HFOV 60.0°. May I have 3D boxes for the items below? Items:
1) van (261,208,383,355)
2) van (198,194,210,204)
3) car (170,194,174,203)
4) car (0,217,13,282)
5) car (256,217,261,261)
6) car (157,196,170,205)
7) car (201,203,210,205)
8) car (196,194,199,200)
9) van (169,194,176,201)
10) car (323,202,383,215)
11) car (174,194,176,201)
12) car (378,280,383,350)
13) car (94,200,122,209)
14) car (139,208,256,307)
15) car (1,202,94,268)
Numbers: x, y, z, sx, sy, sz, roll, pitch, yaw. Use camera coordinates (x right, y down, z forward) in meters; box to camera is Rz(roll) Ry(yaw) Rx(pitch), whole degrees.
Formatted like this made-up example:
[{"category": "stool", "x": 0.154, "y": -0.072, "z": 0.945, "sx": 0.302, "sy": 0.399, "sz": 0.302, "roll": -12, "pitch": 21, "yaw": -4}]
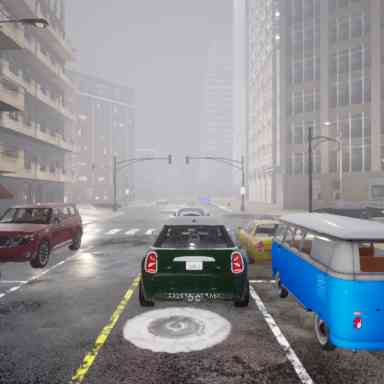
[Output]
[{"category": "van", "x": 2.561, "y": 1.343, "z": 5.927, "sx": 1.690, "sy": 1.788, "sz": 3.998, "roll": 0, "pitch": 0, "yaw": 0}, {"category": "van", "x": 2.460, "y": 1.429, "z": 60.458, "sx": 1.690, "sy": 1.788, "sz": 3.998, "roll": 0, "pitch": 0, "yaw": 0}, {"category": "car", "x": -5.441, "y": 1.561, "z": 71.549, "sx": 1.967, "sy": 1.590, "sz": 4.097, "roll": 0, "pitch": 0, "yaw": 0}, {"category": "car", "x": -5.320, "y": 1.442, "z": 5.906, "sx": 1.967, "sy": 1.590, "sz": 4.097, "roll": 0, "pitch": 0, "yaw": 0}, {"category": "car", "x": 2.549, "y": 1.531, "z": 11.633, "sx": 1.752, "sy": 1.417, "sz": 4.829, "roll": 0, "pitch": 0, "yaw": 0}, {"category": "car", "x": -5.420, "y": 1.613, "z": 60.273, "sx": 1.752, "sy": 1.417, "sz": 4.829, "roll": 0, "pitch": 0, "yaw": 0}, {"category": "car", "x": -0.031, "y": 1.536, "z": 17.190, "sx": 1.812, "sy": 1.442, "sz": 4.674, "roll": 0, "pitch": 0, "yaw": 0}, {"category": "car", "x": 2.419, "y": 1.704, "z": 82.667, "sx": 1.887, "sy": 1.381, "sz": 4.507, "roll": 0, "pitch": 0, "yaw": 0}, {"category": "van", "x": -5.481, "y": 1.541, "z": 93.757, "sx": 1.690, "sy": 1.788, "sz": 3.998, "roll": 0, "pitch": 0, "yaw": 0}, {"category": "car", "x": 11.972, "y": 1.452, "z": 25.659, "sx": 5.357, "sy": 1.411, "sz": 2.033, "roll": 0, "pitch": -1, "yaw": 29}, {"category": "car", "x": -5.451, "y": 1.705, "z": 77.101, "sx": 1.947, "sy": 1.339, "sz": 4.313, "roll": 0, "pitch": 0, "yaw": 0}, {"category": "car", "x": 2.569, "y": 1.525, "z": 0.563, "sx": 1.752, "sy": 1.417, "sz": 4.829, "roll": 0, "pitch": 0, "yaw": 0}, {"category": "car", "x": -12.111, "y": 1.765, "z": 47.142, "sx": 4.718, "sy": 1.301, "sz": 1.895, "roll": -1, "pitch": -1, "yaw": 41}, {"category": "car", "x": 0.049, "y": 1.355, "z": 8.147, "sx": 2.097, "sy": 1.767, "sz": 4.553, "roll": 0, "pitch": 0, "yaw": 0}, {"category": "car", "x": -5.329, "y": 1.320, "z": 11.442, "sx": 2.192, "sy": 1.841, "sz": 5.009, "roll": 0, "pitch": 0, "yaw": 0}]
